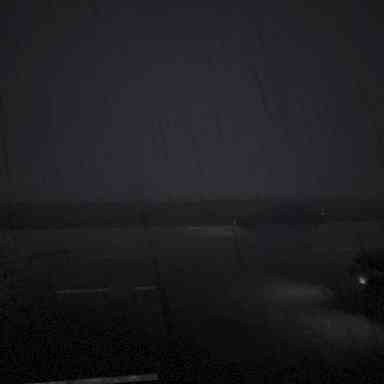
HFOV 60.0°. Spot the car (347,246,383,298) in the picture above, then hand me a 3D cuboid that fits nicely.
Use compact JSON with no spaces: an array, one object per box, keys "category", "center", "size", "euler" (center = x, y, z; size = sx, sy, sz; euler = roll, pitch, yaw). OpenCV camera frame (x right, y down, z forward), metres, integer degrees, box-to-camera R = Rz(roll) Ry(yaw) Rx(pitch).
[{"category":"car","center":[5.501,1.365,6.530],"size":[4.674,1.442,1.812],"euler":[0,1,-7]}]

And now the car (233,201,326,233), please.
[{"category":"car","center":[4.452,1.206,16.982],"size":[4.674,1.442,1.812],"euler":[-1,1,-7]}]
